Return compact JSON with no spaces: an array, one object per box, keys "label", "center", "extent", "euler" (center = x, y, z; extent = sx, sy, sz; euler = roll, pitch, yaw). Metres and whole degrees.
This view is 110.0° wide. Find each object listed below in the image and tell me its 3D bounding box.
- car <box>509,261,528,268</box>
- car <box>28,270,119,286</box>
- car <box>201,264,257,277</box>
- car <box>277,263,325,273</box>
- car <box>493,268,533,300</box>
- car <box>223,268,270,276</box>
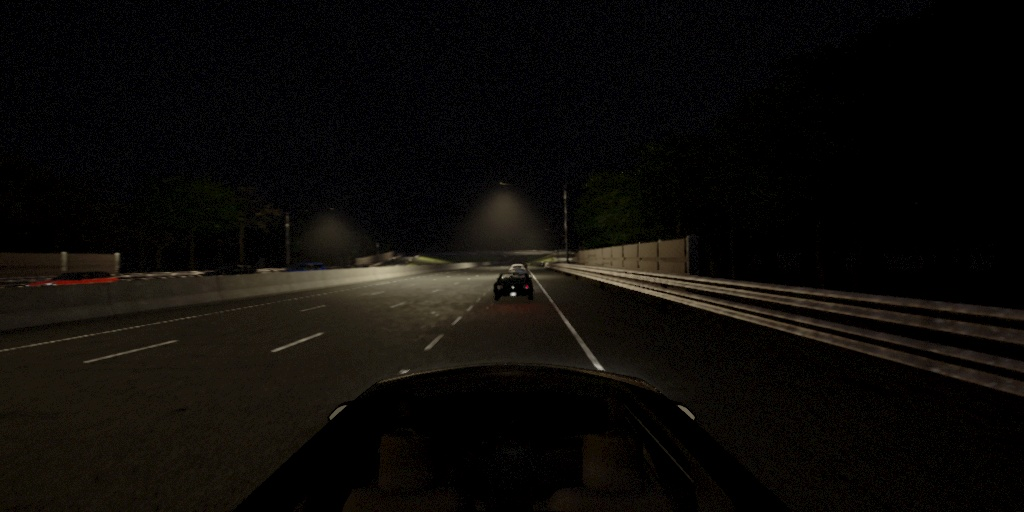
[{"label":"car","center":[0.618,1.631,39.020],"extent":[1.812,1.442,4.674],"euler":[-1,-1,1]},{"label":"car","center":[-31.313,1.942,25.692],"extent":[2.097,1.767,4.553],"euler":[-1,0,2]},{"label":"car","center":[-27.557,1.848,35.358],"extent":[2.150,2.045,5.566],"euler":[-1,-1,2]},{"label":"car","center":[-20.565,1.707,35.223],"extent":[2.150,2.045,5.566],"euler":[-1,-1,2]},{"label":"car","center":[0.107,1.495,18.794],"extent":[1.895,1.301,4.718],"euler":[-1,-1,1]},{"label":"car","center":[-24.100,2.137,33.733],"extent":[1.895,1.301,4.718],"euler":[-1,-1,2]}]
